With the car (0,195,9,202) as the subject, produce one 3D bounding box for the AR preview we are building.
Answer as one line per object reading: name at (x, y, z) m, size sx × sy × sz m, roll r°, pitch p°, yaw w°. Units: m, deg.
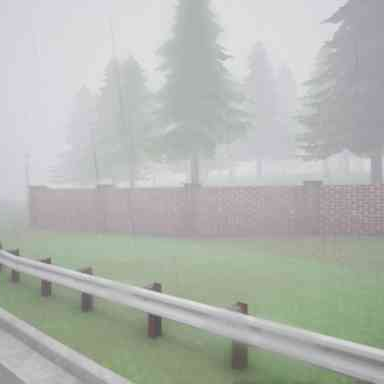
car at (-44.249, 1.913, 76.568) m, size 1.994 × 1.385 × 4.181 m, roll 0°, pitch 0°, yaw -22°
